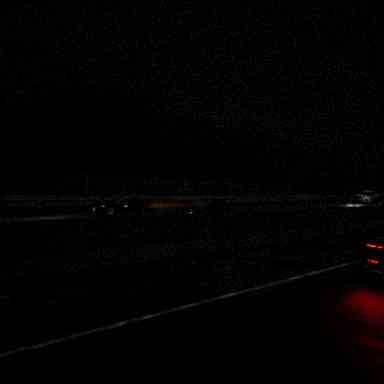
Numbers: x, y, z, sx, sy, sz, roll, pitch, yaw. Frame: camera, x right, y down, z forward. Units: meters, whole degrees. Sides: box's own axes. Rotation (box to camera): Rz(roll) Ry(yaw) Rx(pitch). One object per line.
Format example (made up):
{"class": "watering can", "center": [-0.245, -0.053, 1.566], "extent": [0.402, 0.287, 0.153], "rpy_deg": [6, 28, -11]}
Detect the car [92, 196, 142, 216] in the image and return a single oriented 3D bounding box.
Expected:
{"class": "car", "center": [-5.498, 1.084, 26.714], "extent": [4.902, 1.511, 2.128], "rpy_deg": [0, 1, -39]}

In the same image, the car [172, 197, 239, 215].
{"class": "car", "center": [1.249, 1.266, 23.144], "extent": [4.674, 1.442, 1.812], "rpy_deg": [0, 1, -39]}

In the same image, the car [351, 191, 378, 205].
{"class": "car", "center": [27.460, 0.879, 52.888], "extent": [5.566, 2.045, 2.150], "rpy_deg": [0, 1, -38]}

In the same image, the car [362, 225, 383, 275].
{"class": "car", "center": [6.473, 1.499, 9.153], "extent": [4.892, 1.490, 1.837], "rpy_deg": [0, 1, -39]}

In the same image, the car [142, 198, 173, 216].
{"class": "car", "center": [-1.041, 1.150, 25.792], "extent": [5.008, 1.535, 1.882], "rpy_deg": [0, 1, -39]}
